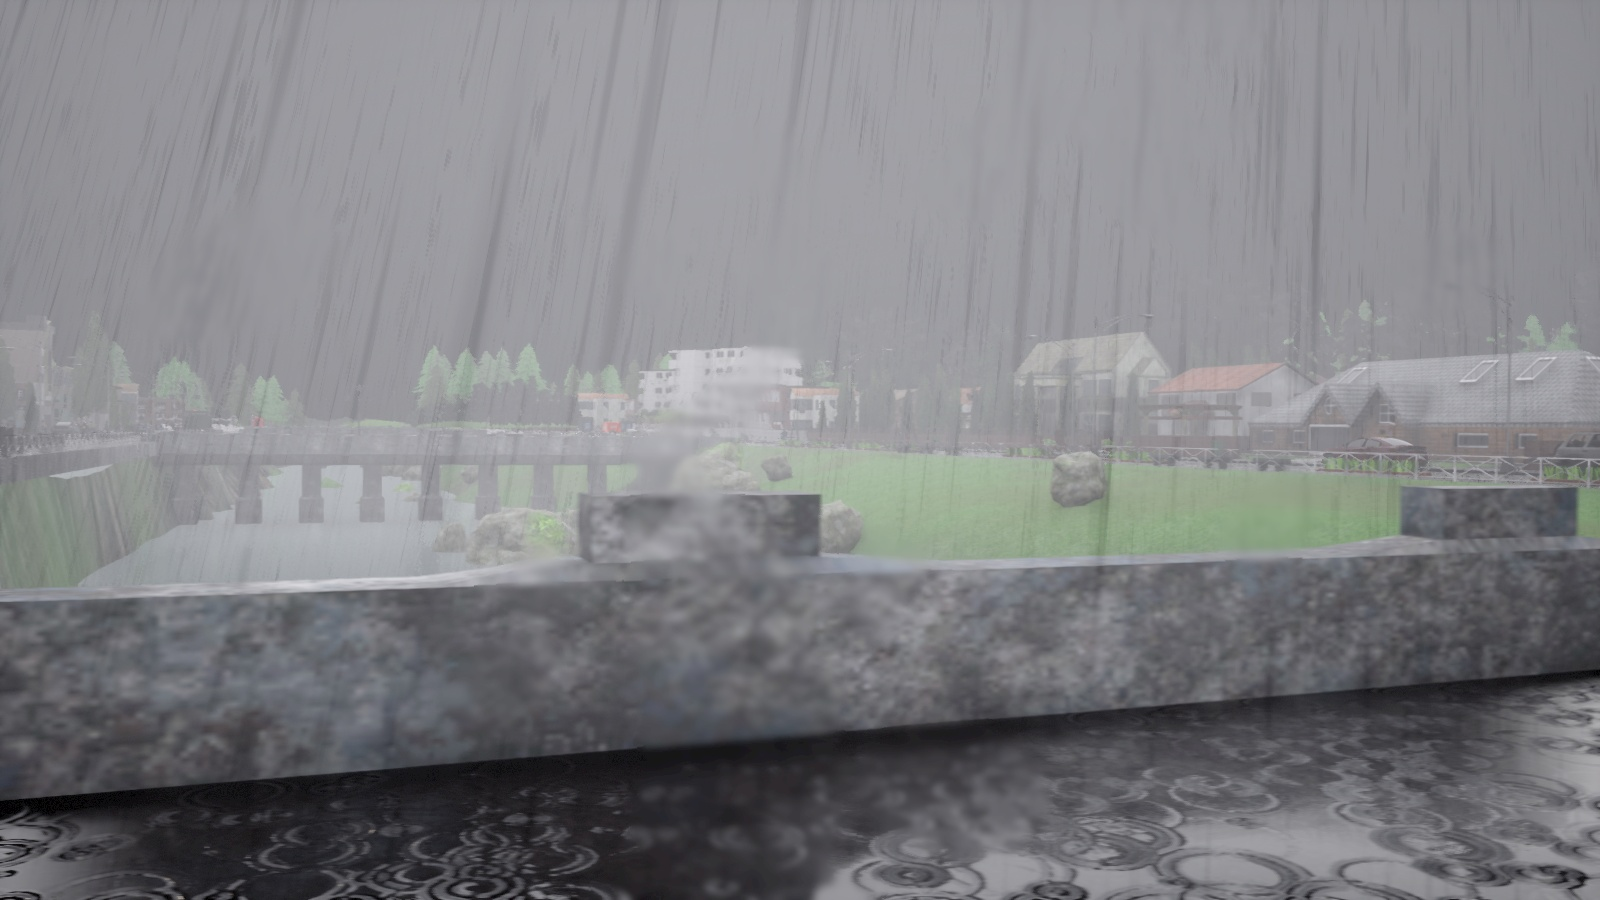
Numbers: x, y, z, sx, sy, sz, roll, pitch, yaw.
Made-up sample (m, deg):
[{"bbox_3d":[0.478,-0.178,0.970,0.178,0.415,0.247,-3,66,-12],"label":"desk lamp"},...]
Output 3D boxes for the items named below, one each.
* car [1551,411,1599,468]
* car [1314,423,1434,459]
[{"bbox_3d":[27.240,-0.344,40.850,1.932,1.855,4.605,-1,1,-21],"label":"car"},{"bbox_3d":[25.653,-0.418,56.294,1.882,1.535,5.008,-1,1,-21],"label":"car"}]
